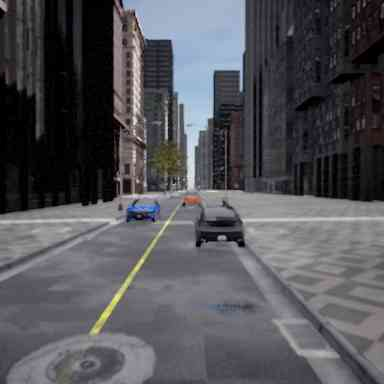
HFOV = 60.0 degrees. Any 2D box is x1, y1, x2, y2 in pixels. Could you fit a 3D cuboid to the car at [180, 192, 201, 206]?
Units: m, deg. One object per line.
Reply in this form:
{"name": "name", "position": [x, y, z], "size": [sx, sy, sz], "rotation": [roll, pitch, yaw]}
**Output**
{"name": "car", "position": [-0.012, 0.732, 40.650], "size": [2.097, 1.767, 4.553], "rotation": [0, 1, 0]}

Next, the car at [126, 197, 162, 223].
{"name": "car", "position": [-3.142, 1.133, 22.243], "size": [1.882, 1.535, 5.008], "rotation": [0, 1, 0]}

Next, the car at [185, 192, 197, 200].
{"name": "car", "position": [-0.117, 0.693, 58.403], "size": [1.994, 1.385, 4.181], "rotation": [0, 1, 0]}

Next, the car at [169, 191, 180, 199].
{"name": "car", "position": [-3.151, 0.590, 63.076], "size": [1.812, 1.442, 4.674], "rotation": [0, 1, 0]}

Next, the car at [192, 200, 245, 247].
{"name": "car", "position": [1.023, 1.290, 13.829], "size": [1.837, 1.490, 4.892], "rotation": [0, 1, 0]}
